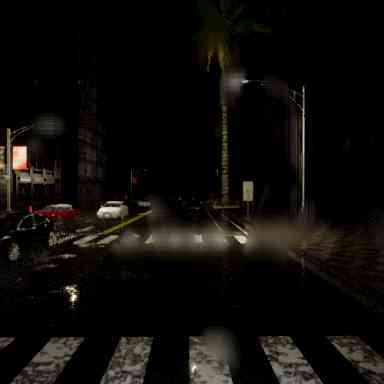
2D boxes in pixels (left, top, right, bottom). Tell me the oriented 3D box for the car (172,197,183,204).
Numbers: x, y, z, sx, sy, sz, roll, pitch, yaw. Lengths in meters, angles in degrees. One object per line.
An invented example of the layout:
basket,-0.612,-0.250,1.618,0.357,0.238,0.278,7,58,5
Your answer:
car,-2.878,1.633,67.651,1.994,1.385,4.181,0,0,0

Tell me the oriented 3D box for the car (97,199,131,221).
car,-6.482,1.532,27.754,1.812,1.442,4.674,0,0,0

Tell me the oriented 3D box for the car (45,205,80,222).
car,-9.750,1.606,23.842,1.895,1.301,4.718,0,0,0

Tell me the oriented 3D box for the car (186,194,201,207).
car,0.223,1.259,53.399,2.150,2.045,5.566,0,0,0

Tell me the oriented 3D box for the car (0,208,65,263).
car,-6.549,1.508,12.026,1.837,1.490,4.892,0,-1,0

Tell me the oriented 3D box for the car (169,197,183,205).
car,-2.920,1.610,57.693,1.994,1.385,4.181,0,0,1

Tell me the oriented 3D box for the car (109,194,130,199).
car,-9.655,1.244,44.510,2.150,2.045,5.566,0,0,0

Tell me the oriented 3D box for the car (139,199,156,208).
car,-6.382,1.627,47.388,1.895,1.301,4.718,0,0,1
